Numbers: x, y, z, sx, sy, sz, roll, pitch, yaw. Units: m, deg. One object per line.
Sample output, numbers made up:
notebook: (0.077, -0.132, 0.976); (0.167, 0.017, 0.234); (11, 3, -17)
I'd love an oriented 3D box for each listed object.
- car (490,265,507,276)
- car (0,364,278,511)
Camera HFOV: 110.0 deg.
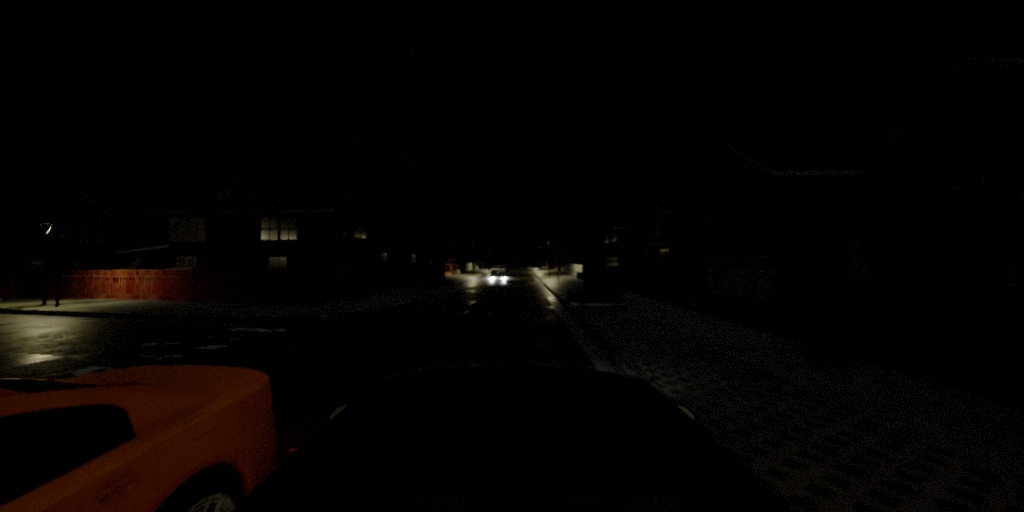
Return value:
car: (-1.664, 1.782, 45.365); (1.895, 1.301, 4.718); (0, 0, 1)
car: (-2.746, 1.234, 0.621); (1.882, 1.535, 5.008); (0, -1, 1)
